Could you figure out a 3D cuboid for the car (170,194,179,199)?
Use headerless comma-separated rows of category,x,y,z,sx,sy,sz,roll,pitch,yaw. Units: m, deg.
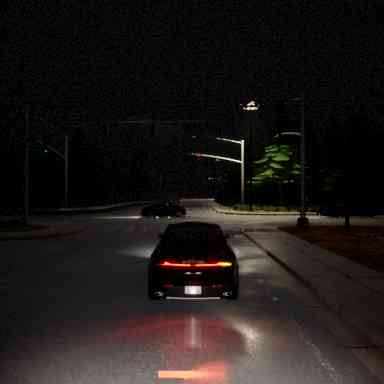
car,-3.642,1.547,54.764,2.033,1.411,5.357,0,0,0

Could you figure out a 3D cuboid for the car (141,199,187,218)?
car,-2.509,1.579,29.817,4.181,1.385,1.994,0,0,1

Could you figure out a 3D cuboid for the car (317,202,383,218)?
car,14.013,1.574,29.538,5.357,1.411,2.033,0,0,1

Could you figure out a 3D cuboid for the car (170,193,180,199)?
car,-3.507,1.221,65.395,2.150,2.045,5.566,0,0,1

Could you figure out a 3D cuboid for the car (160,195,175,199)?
car,-3.647,1.505,44.317,1.837,1.490,4.892,0,0,0

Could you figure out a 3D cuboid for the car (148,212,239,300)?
car,0.039,1.501,8.375,1.837,1.490,4.892,0,0,0
